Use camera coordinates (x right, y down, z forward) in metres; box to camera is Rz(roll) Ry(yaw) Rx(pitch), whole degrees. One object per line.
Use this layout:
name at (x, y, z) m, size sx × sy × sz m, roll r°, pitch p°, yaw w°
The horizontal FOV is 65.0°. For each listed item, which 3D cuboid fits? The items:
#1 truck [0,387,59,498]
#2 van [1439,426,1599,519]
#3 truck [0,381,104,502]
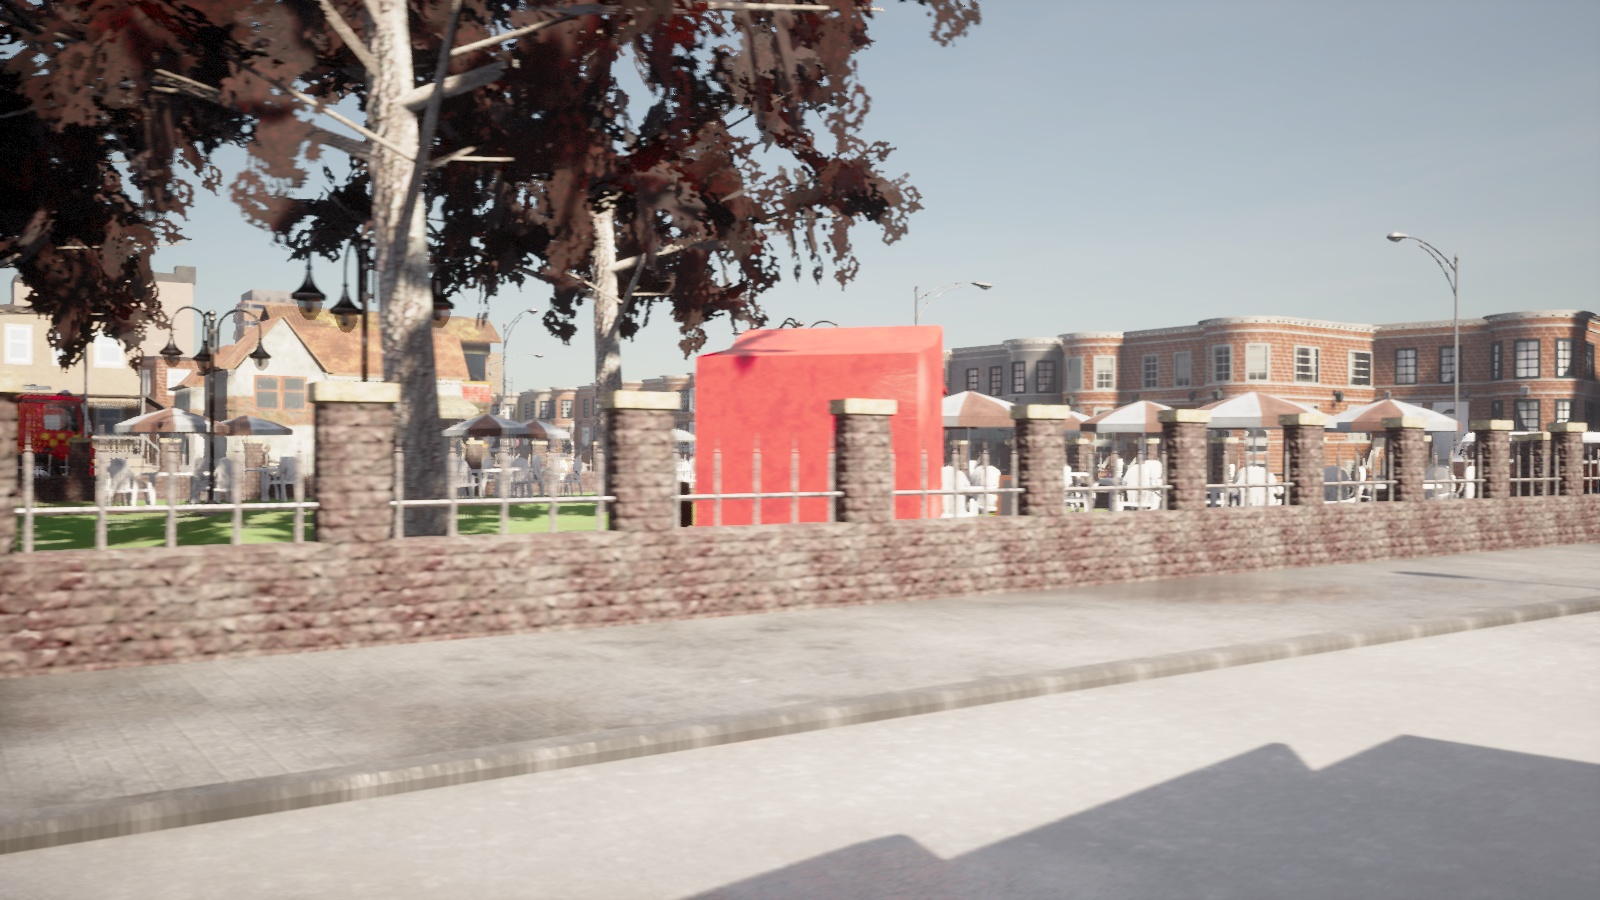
truck at (-30.463, -0.252, 43.096) m, size 8.468 × 3.827 × 2.891 m, roll 0°, pitch 0°, yaw -35°
van at (17.701, 0.503, 29.342) m, size 2.069 × 2.038 × 4.480 m, roll 0°, pitch 0°, yaw -35°
truck at (-27.377, -0.263, 40.371) m, size 8.468 × 3.827 × 2.891 m, roll 0°, pitch 0°, yaw -35°
